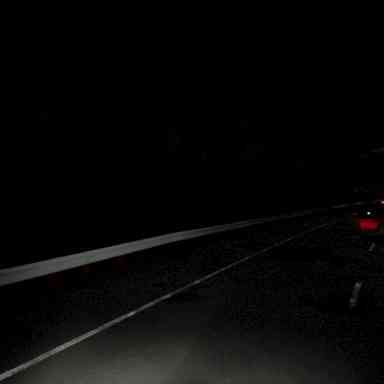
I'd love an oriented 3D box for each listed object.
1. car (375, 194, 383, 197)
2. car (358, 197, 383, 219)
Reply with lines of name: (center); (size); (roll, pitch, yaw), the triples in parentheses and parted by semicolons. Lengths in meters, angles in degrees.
car: (22.144, 1.221, 38.120); (2.150, 2.045, 5.566); (0, 0, 36)
car: (16.079, 1.505, 29.588); (1.837, 1.490, 4.892); (0, 0, 35)
